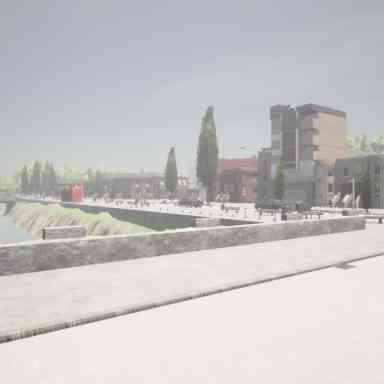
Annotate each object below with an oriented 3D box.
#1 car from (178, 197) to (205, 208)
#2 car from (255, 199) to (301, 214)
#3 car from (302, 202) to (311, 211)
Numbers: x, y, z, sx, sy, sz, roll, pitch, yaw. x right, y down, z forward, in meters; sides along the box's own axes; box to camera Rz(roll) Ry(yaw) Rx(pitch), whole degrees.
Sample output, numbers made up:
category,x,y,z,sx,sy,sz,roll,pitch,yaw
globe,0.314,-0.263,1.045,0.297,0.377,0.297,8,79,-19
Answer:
category,x,y,z,sx,sy,sz,roll,pitch,yaw
car,-0.113,1.503,48.319,1.837,1.490,4.892,0,1,-36
car,8.905,1.505,35.724,1.837,1.490,4.892,0,0,-36
car,11.396,1.547,39.465,2.033,1.411,5.357,0,0,-36
